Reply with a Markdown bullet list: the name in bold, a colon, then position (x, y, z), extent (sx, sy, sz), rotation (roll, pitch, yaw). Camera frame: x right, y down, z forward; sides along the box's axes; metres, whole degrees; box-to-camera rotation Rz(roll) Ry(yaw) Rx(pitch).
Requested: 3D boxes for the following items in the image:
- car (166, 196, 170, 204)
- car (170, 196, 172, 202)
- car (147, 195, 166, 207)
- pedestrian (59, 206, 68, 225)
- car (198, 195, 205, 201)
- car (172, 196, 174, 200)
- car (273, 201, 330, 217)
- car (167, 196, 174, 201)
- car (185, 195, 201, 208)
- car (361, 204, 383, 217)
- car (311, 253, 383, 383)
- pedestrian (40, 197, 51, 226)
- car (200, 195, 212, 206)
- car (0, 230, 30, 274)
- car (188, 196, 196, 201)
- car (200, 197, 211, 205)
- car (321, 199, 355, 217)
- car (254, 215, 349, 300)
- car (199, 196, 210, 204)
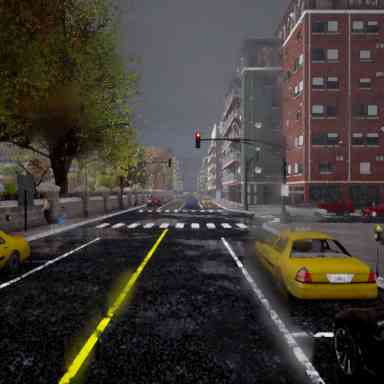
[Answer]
- **car**: position (-5.782, 1.484, 62.787), extent (1.967, 1.590, 4.097), rotation (0, 0, 0)
- **car**: position (-5.790, 1.595, 68.322), extent (1.887, 1.381, 4.507), rotation (0, 0, 0)
- **car**: position (-5.767, 1.346, 51.717), extent (2.192, 1.841, 5.009), rotation (0, 0, 0)
- **pedestrian**: position (-8.060, 1.430, 20.934), extent (0.375, 1.300, 0.375), rotation (0, 0, 0)
- **car**: position (2.560, 1.625, 90.475), extent (1.887, 1.381, 4.507), rotation (0, 0, 0)
- **car**: position (-5.805, 1.647, 79.392), extent (1.802, 1.307, 4.206), rotation (0, 0, 0)
- **car**: position (10.437, 1.826, 32.422), extent (4.718, 1.301, 1.895), rotation (1, 0, -3)
- **car**: position (-5.820, 1.663, 90.463), extent (1.802, 1.307, 4.206), rotation (0, 0, 0)
- **car**: position (-0.073, 1.576, 49.556), extent (2.033, 1.411, 5.357), rotation (0, 0, 2)
- **car**: position (20.256, 1.938, 35.195), extent (4.507, 1.381, 1.887), rotation (1, -1, 0)
- **car**: position (2.685, 1.566, 2.532), extent (1.947, 1.339, 4.313), rotation (0, 0, 0)
- **pedestrian**: position (-8.874, 1.150, 20.331), extent (0.375, 1.860, 0.375), rotation (0, 0, 0)
- **car**: position (2.606, 1.563, 57.434), extent (1.752, 1.417, 4.829), rotation (0, 0, 0)
- **car**: position (-5.703, 1.528, 7.980), extent (1.752, 1.417, 4.829), rotation (0, 0, 0)
- **car**: position (-0.117, 1.625, 84.531), extent (1.994, 1.385, 4.181), rotation (0, 0, 0)
- **car**: position (2.599, 1.589, 62.799), extent (1.887, 1.381, 4.507), rotation (0, 0, 0)
- **car**: position (14.565, 1.605, 35.172), extent (5.009, 1.841, 2.192), rotation (1, -1, 0)
- **car**: position (2.676, 1.528, 8.333), extent (1.752, 1.417, 4.829), rotation (0, 0, 0)
- **car**: position (2.591, 1.602, 68.335), extent (2.008, 1.369, 4.403), rotation (0, 0, 0)
